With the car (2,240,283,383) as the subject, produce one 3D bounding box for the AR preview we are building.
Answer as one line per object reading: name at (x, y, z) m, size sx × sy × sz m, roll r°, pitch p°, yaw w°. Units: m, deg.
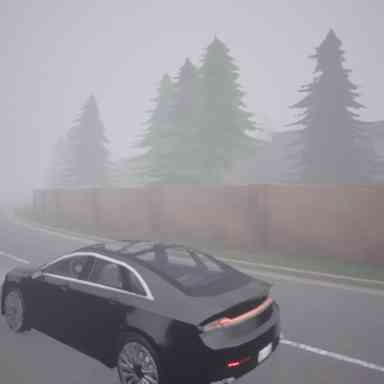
car at (-1.110, 1.504, 5.076) m, size 4.902 × 1.511 × 2.128 m, roll 0°, pitch 0°, yaw 38°
